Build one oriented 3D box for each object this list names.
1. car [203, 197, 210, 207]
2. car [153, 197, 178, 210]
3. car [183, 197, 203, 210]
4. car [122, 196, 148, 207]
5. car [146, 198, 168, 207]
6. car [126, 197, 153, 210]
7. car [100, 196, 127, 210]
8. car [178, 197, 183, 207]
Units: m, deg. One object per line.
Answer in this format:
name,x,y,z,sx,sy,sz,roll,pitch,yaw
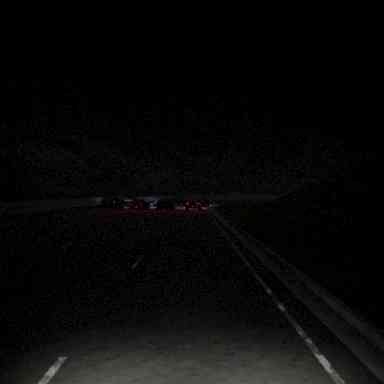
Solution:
car,1.469,1.541,52.697,1.812,1.442,4.674,0,0,17
car,-3.313,1.490,42.371,1.882,1.535,5.008,0,0,3
car,0.193,1.538,42.466,1.812,1.442,4.674,0,0,3
car,-9.149,1.507,53.580,2.128,1.511,4.902,0,0,17
car,-5.552,1.616,53.562,1.895,1.301,4.718,0,0,17
car,-6.762,1.613,43.410,1.895,1.301,4.718,0,0,3
car,-10.458,1.364,43.751,2.097,1.767,4.553,0,0,2
car,-2.157,1.520,52.716,1.837,1.490,4.892,0,0,17
